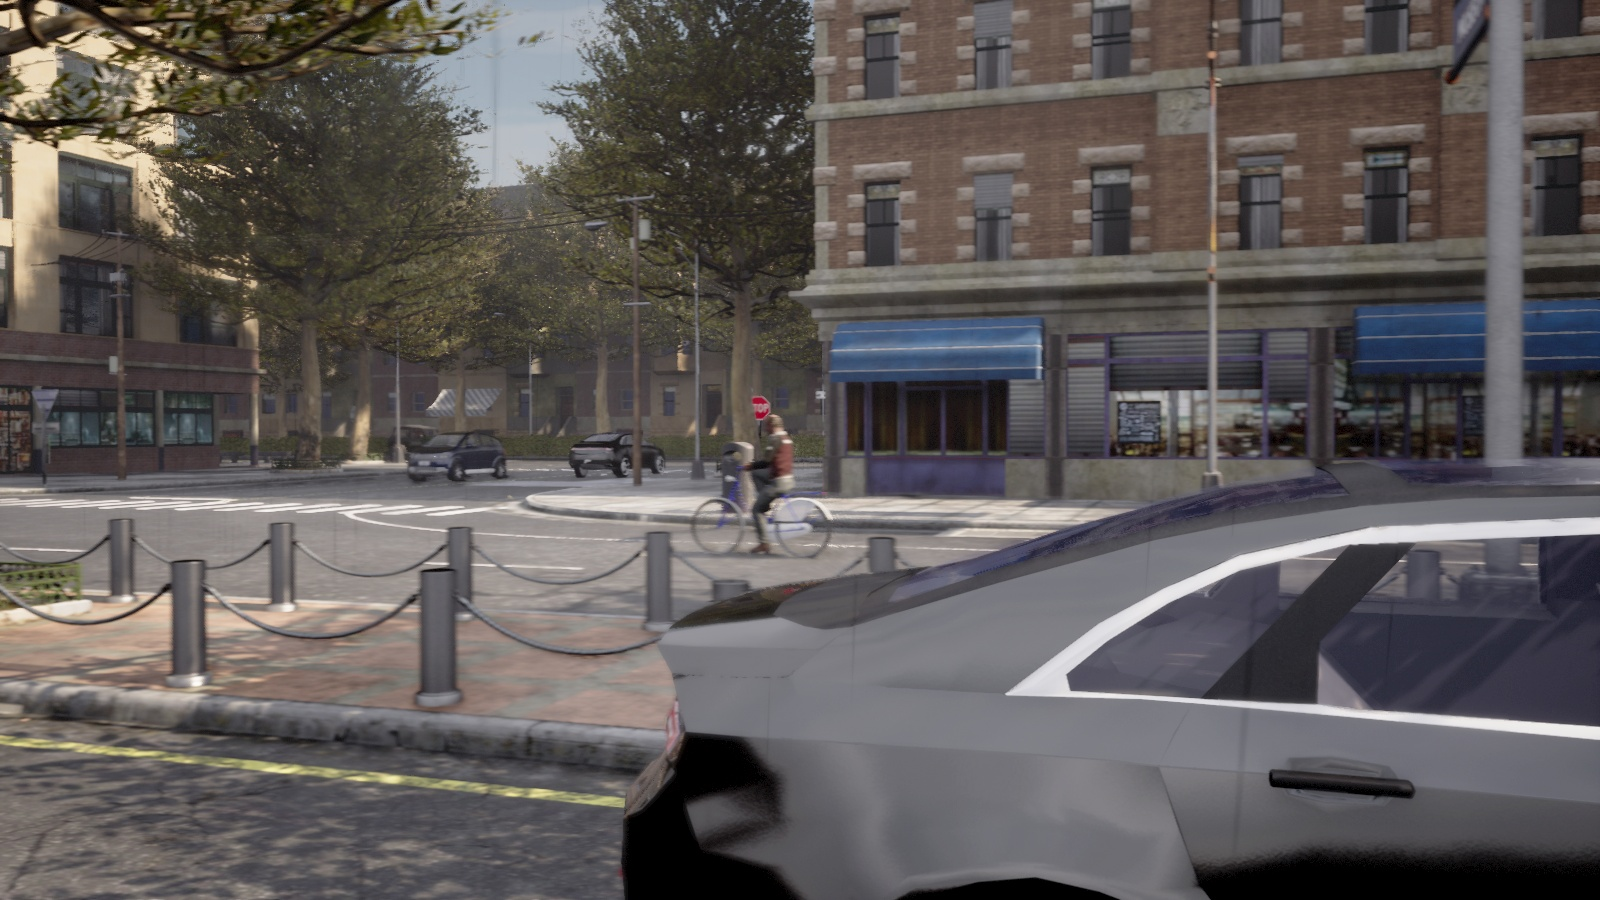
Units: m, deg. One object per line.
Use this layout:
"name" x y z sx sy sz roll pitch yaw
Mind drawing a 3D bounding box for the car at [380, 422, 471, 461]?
"car" -18.336 -0.431 61.535 3.866 1.878 1.905 0 1 19

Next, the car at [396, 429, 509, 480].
"car" -11.172 0.112 40.649 1.789 1.549 3.705 1 1 18

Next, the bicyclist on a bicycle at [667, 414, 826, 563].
"bicyclist on a bicycle" -0.666 0.446 15.553 1.843 1.776 0.659 1 1 19

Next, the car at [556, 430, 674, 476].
"car" -6.403 0.053 44.071 2.128 1.511 4.902 1 1 18

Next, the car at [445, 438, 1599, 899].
"car" 2.017 0.750 2.514 4.902 1.511 2.128 1 1 19
